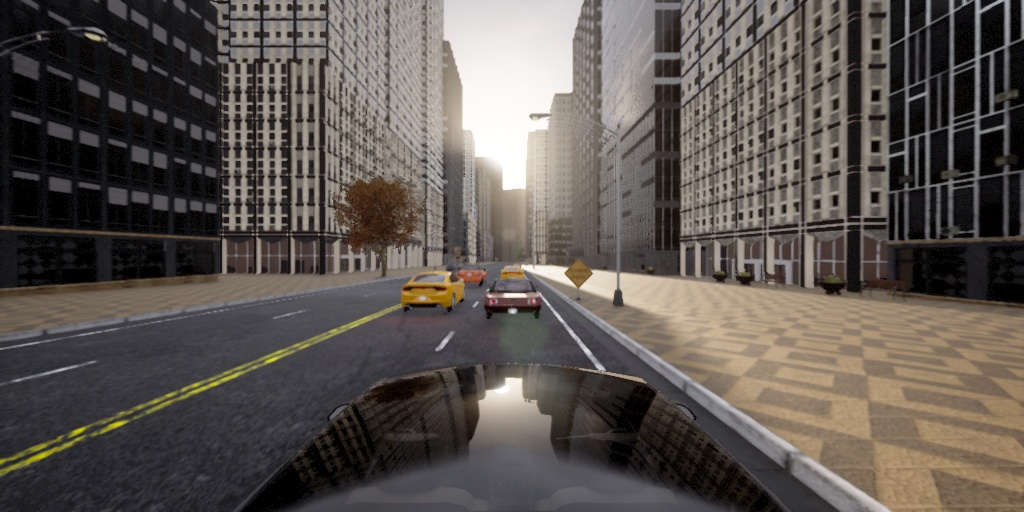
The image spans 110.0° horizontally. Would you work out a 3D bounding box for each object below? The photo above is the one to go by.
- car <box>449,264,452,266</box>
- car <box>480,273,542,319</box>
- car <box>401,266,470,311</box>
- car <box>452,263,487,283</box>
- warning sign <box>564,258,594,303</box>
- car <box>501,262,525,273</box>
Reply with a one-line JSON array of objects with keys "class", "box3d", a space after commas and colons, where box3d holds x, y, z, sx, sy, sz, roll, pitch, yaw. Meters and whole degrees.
[{"class": "car", "box3d": [-9.785, 1.979, 59.336, 2.033, 1.411, 5.357, 0, -1, 1]}, {"class": "car", "box3d": [0.044, 1.491, 13.571, 1.895, 1.301, 4.718, 0, -1, 0]}, {"class": "car", "box3d": [-3.192, 1.389, 15.350, 1.882, 1.535, 5.008, 0, 0, 0]}, {"class": "car", "box3d": [-3.199, 1.425, 29.075, 2.097, 1.767, 4.553, 0, -1, 0]}, {"class": "warning sign", "box3d": [2.853, 1.028, 15.468, 1.300, 1.860, 1.060, 0, 0, 0]}, {"class": "car", "box3d": [0.061, 1.567, 30.416, 1.882, 1.535, 5.008, 0, 0, 0]}]
